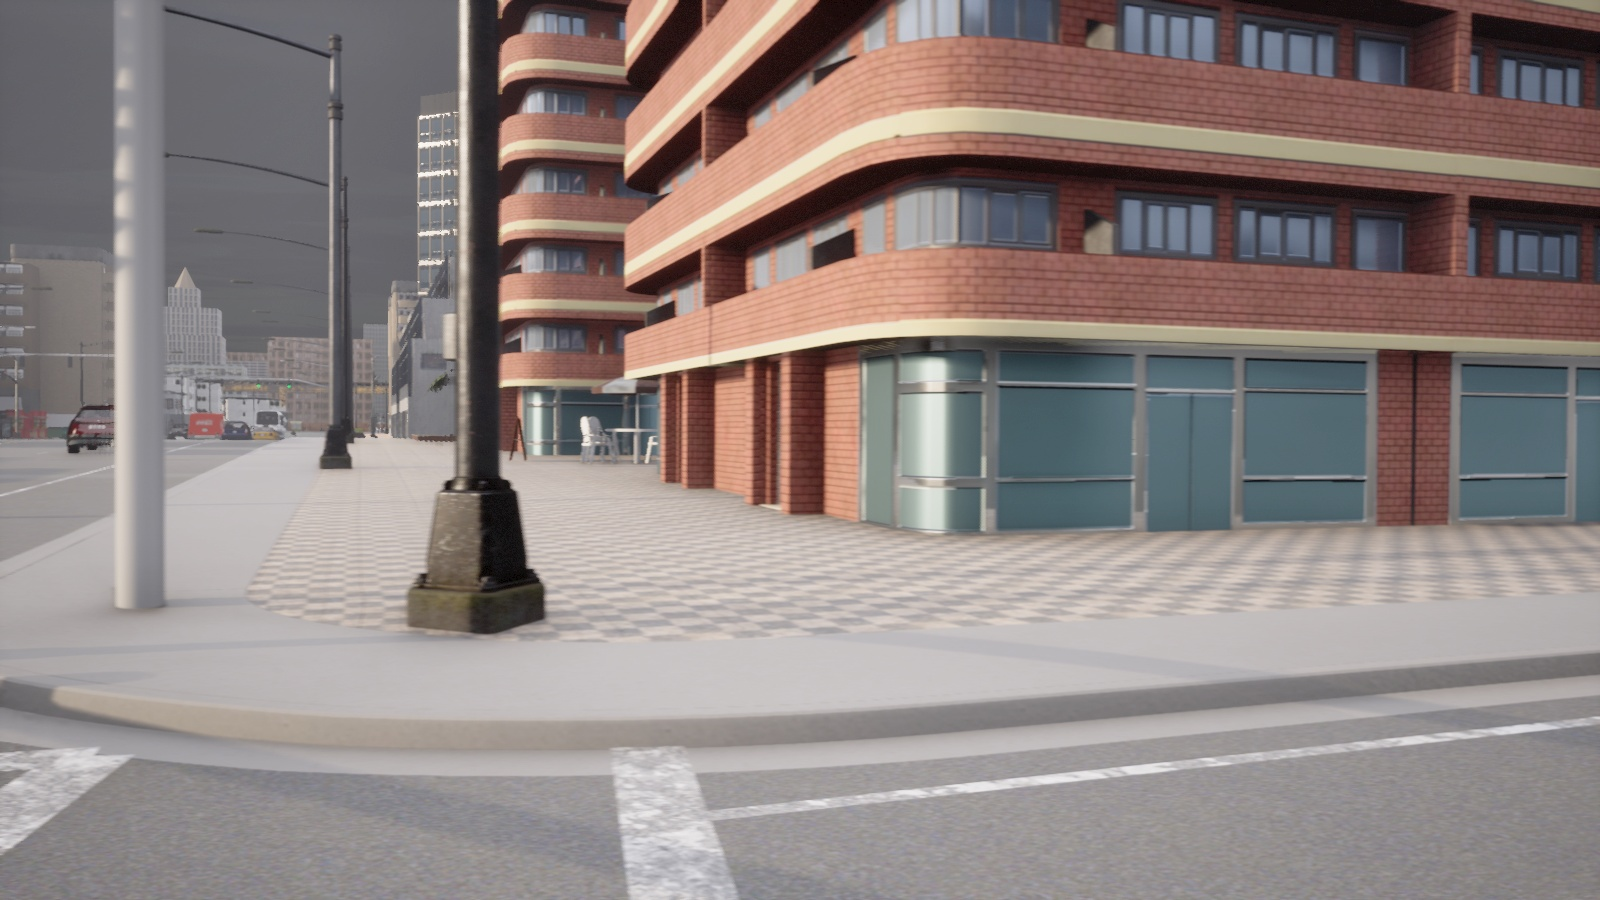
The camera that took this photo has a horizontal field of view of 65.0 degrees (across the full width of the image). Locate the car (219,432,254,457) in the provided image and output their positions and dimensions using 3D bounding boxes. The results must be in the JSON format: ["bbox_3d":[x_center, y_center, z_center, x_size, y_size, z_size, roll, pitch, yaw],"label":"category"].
[{"bbox_3d":[-38.751,-0.382,86.491,1.851,1.617,3.988,-1,0,-19],"label":"car"}]

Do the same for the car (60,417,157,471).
[{"bbox_3d":[-22.978,-0.250,41.897,2.033,1.649,4.856,-1,2,-19],"label":"car"}]
